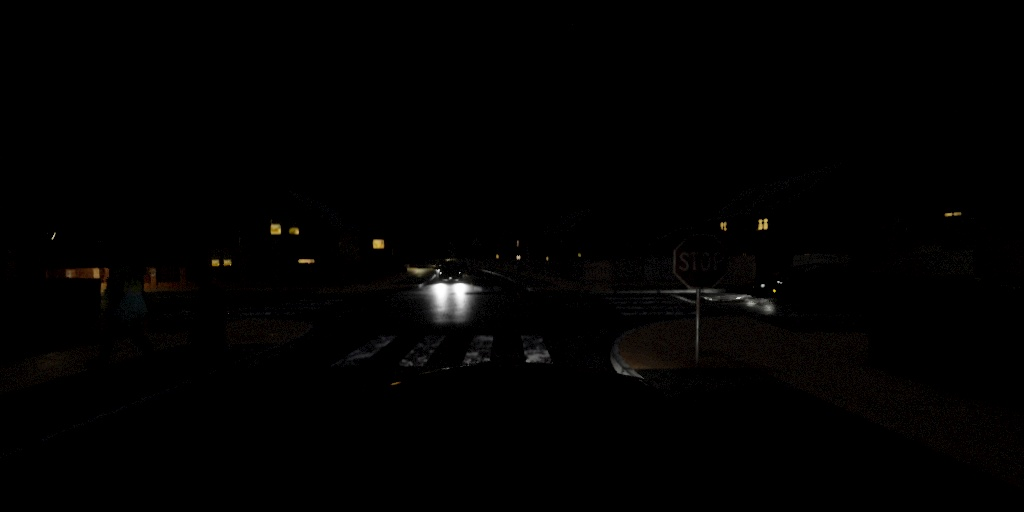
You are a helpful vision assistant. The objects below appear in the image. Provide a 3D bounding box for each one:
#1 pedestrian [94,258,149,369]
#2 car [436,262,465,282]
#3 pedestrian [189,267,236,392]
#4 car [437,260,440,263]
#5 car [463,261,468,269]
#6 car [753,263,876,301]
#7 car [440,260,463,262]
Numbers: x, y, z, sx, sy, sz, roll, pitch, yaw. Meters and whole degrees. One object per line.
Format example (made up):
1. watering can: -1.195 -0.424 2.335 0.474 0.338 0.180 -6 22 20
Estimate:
1. pedestrian: -6.422 0.889 5.889 0.375 1.860 0.375 -1 1 -1
2. car: -4.991 1.385 29.441 1.895 1.301 4.718 0 0 -8
3. pedestrian: -4.443 1.041 5.241 0.375 1.860 0.375 -1 1 -1
4. car: -11.402 1.446 58.962 1.837 1.490 4.892 0 -1 -16
5. car: -8.402 1.465 58.768 2.033 1.411 5.357 0 0 -17
6. car: 12.347 0.996 14.623 4.181 1.385 1.994 -1 1 5
7. car: -7.051 1.401 41.297 1.994 1.385 4.181 0 0 -11
